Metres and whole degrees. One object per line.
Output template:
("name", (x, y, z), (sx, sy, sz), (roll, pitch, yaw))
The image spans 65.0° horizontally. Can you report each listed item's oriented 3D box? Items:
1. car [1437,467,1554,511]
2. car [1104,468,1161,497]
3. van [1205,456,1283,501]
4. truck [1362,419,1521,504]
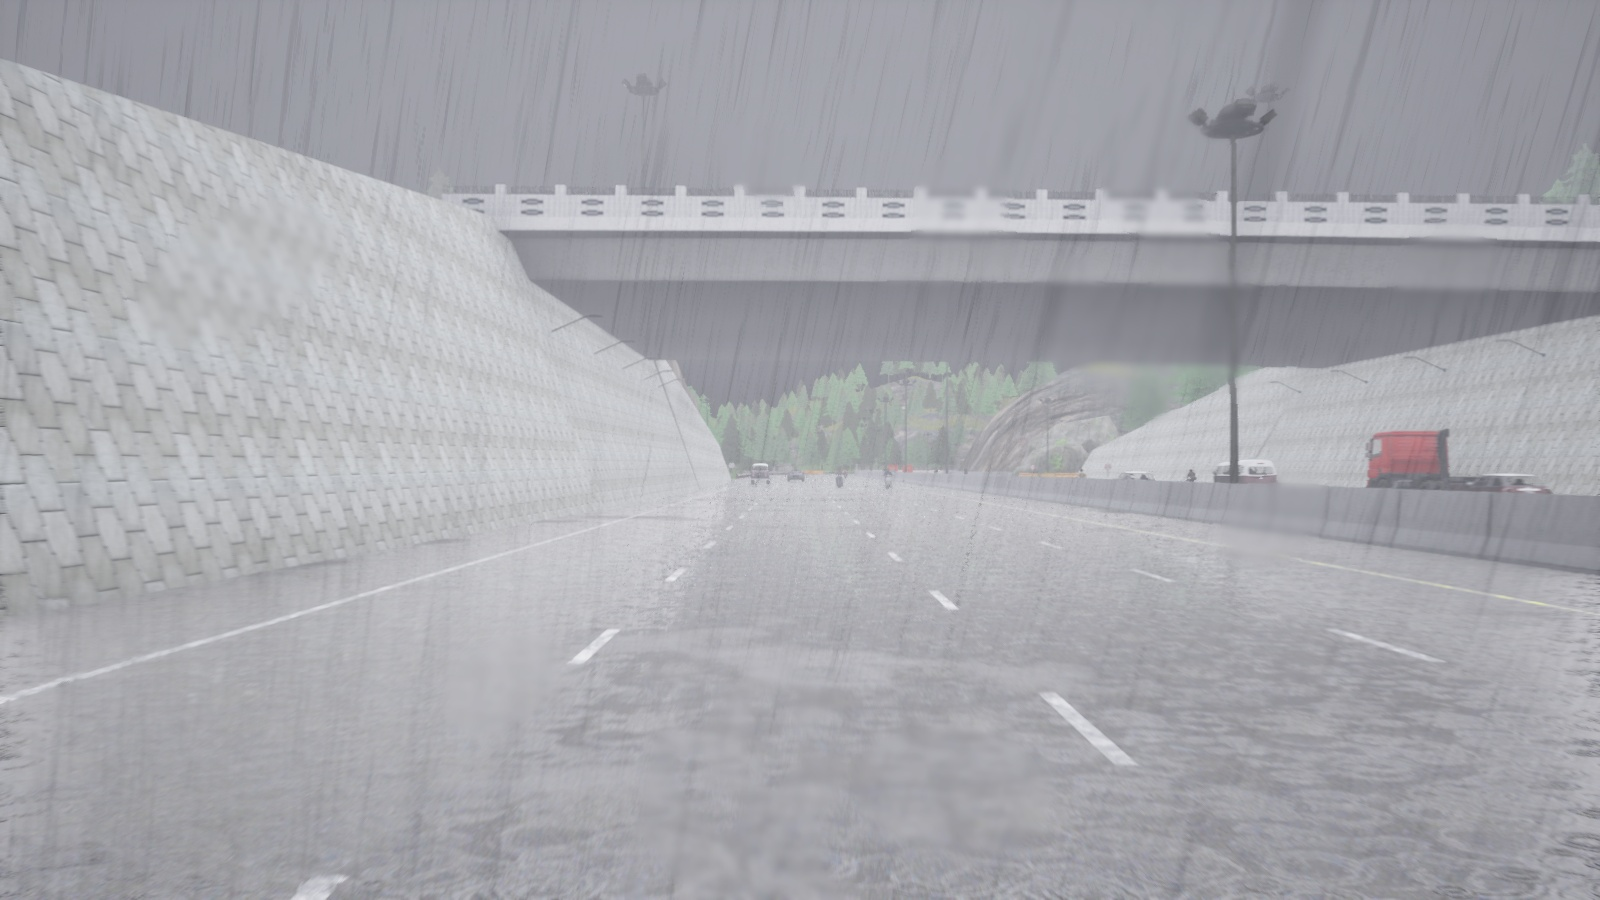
("car", (24.394, 1.328, 44.210), (1.970, 1.475, 3.806), (0, -1, 0))
("car", (17.343, 1.671, 65.647), (1.970, 1.475, 3.806), (0, -1, 0))
("van", (20.858, 1.321, 59.200), (2.069, 2.038, 4.480), (0, -1, 0))
("truck", (27.865, 0.527, 55.052), (2.891, 3.462, 7.936), (0, -1, 0))
